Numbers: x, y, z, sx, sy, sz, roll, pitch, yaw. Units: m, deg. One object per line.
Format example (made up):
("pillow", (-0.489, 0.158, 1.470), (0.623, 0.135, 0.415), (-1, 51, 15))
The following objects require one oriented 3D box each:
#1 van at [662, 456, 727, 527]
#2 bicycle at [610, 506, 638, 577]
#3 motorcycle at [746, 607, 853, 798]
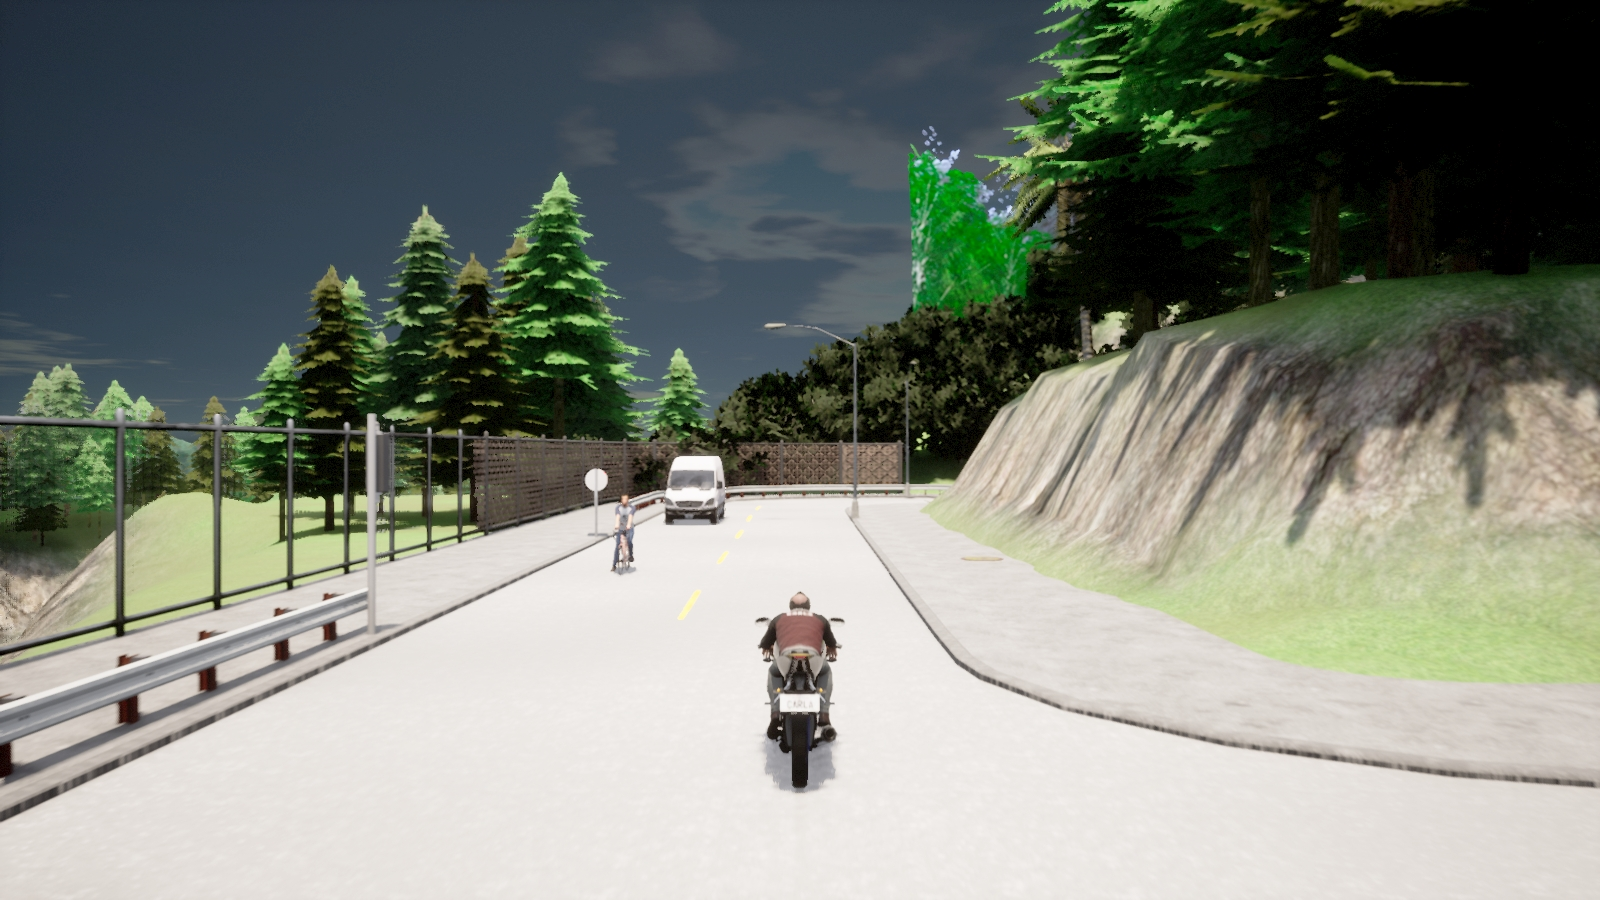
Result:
("van", (-4.043, 1.532, 44.541), (1.988, 2.561, 5.915), (0, 0, 0))
("bicycle", (-3.998, 2.054, 25.992), (0.373, 1.496, 1.643), (0, 0, 0))
("motorcycle", (-0.001, 2.204, 10.391), (0.867, 1.251, 2.209), (0, 0, 0))
